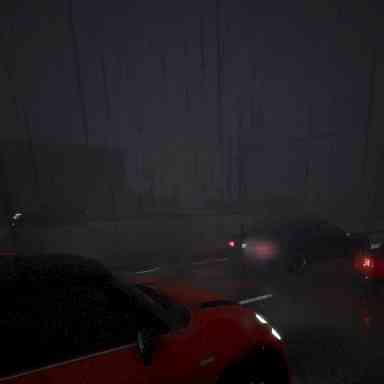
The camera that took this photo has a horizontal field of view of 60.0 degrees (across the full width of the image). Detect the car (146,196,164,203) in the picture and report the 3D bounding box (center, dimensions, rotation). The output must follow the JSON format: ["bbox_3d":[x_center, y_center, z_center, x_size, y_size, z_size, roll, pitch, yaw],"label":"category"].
[{"bbox_3d":[-8.100,1.595,72.414,1.895,1.301,4.718,0,0,-36],"label":"car"}]

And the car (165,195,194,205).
[{"bbox_3d":[-2.485,1.547,58.616,2.033,1.411,5.357,0,0,-36],"label":"car"}]

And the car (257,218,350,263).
[{"bbox_3d":[3.534,1.547,10.615,5.357,1.411,2.033,0,0,-35],"label":"car"}]

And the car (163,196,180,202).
[{"bbox_3d":[-4.570,1.552,73.513,1.994,1.385,4.181,0,0,-36],"label":"car"}]

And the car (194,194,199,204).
[{"bbox_3d":[-1.539,1.547,63.296,2.033,1.411,5.357,0,0,-36],"label":"car"}]

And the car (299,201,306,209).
[{"bbox_3d":[12.551,1.477,43.908,1.882,1.535,5.008,0,0,-36],"label":"car"}]

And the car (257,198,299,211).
[{"bbox_3d":[10.259,1.477,41.110,1.882,1.535,5.008,0,0,-36],"label":"car"}]

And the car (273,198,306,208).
[{"bbox_3d":[14.024,1.564,47.832,1.994,1.385,4.181,0,0,-36],"label":"car"}]

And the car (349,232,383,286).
[{"bbox_3d":[6.108,1.601,8.144,4.718,1.301,1.895,0,0,-35],"label":"car"}]

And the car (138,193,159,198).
[{"bbox_3d":[-8.103,1.220,60.403,2.150,2.045,5.566,0,0,-36],"label":"car"}]

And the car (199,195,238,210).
[{"bbox_3d":[3.686,1.547,44.088,2.033,1.411,5.357,0,0,-35],"label":"car"}]

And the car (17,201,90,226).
[{"bbox_3d":[-8.773,1.352,20.442,4.553,1.767,2.097,0,0,-36],"label":"car"}]

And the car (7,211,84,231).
[{"bbox_3d":[-4.281,1.352,4.993,4.553,1.767,2.097,0,0,-35],"label":"car"}]

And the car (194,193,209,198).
[{"bbox_3d":[2.300,1.220,63.989,2.150,2.045,5.566,0,0,-35],"label":"car"}]

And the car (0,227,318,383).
[{"bbox_3d":[-1.222,1.352,2.875,4.553,1.767,2.097,0,0,-35],"label":"car"}]
